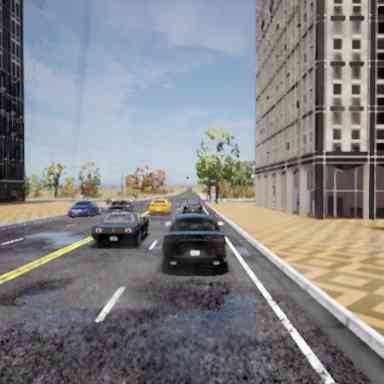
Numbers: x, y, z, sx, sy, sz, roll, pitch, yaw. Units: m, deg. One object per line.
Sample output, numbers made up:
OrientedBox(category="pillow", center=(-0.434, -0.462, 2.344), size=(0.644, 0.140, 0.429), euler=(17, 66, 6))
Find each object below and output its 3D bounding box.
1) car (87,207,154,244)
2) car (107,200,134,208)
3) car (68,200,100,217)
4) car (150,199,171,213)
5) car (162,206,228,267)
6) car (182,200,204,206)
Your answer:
OrientedBox(category="car", center=(-3.157, 1.595, 15.667), size=(1.895, 1.301, 4.718), euler=(0, 0, 0))
OrientedBox(category="car", center=(-6.606, 1.490, 30.955), size=(1.837, 1.490, 4.892), euler=(0, 0, 0))
OrientedBox(category="car", center=(-9.856, 1.510, 30.657), size=(1.812, 1.442, 4.674), euler=(0, 0, 0))
OrientedBox(category="car", center=(-3.161, 1.460, 33.787), size=(1.882, 1.535, 5.008), euler=(0, 0, 0))
OrientedBox(category="car", center=(0.087, 1.474, 11.363), size=(1.882, 1.535, 5.008), euler=(0, 0, 0))
OrientedBox(category="car", center=(0.088, 1.476, 32.260), size=(2.128, 1.511, 4.902), euler=(0, 0, 0))
